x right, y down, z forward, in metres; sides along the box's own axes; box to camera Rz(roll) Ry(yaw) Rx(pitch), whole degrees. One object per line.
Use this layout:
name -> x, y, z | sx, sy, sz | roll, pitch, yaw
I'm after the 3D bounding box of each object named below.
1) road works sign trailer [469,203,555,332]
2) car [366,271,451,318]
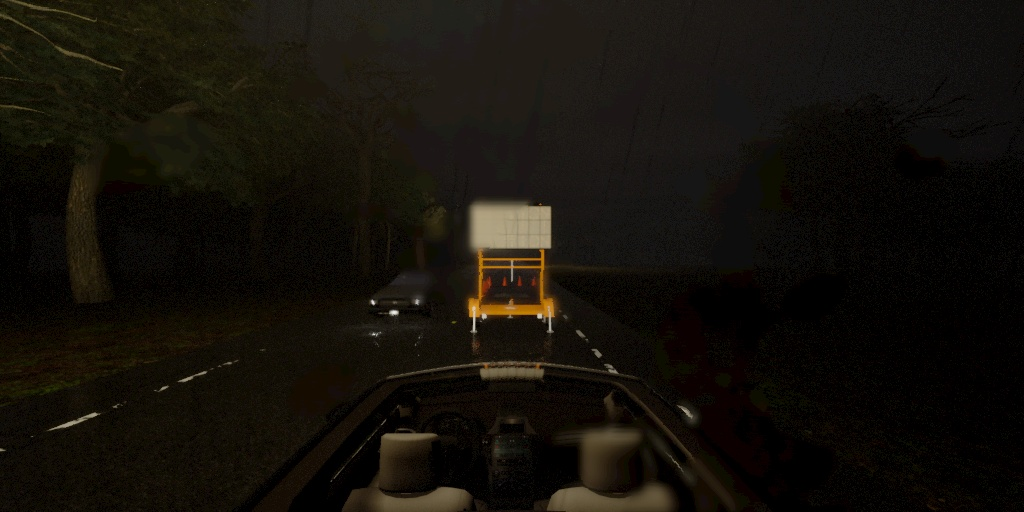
road works sign trailer -> 0.002, 0.210, 10.797 | 2.380, 3.560, 2.880 | 0, 0, 0
car -> -3.496, 1.289, 13.301 | 2.033, 1.411, 5.357 | 0, 0, 0
